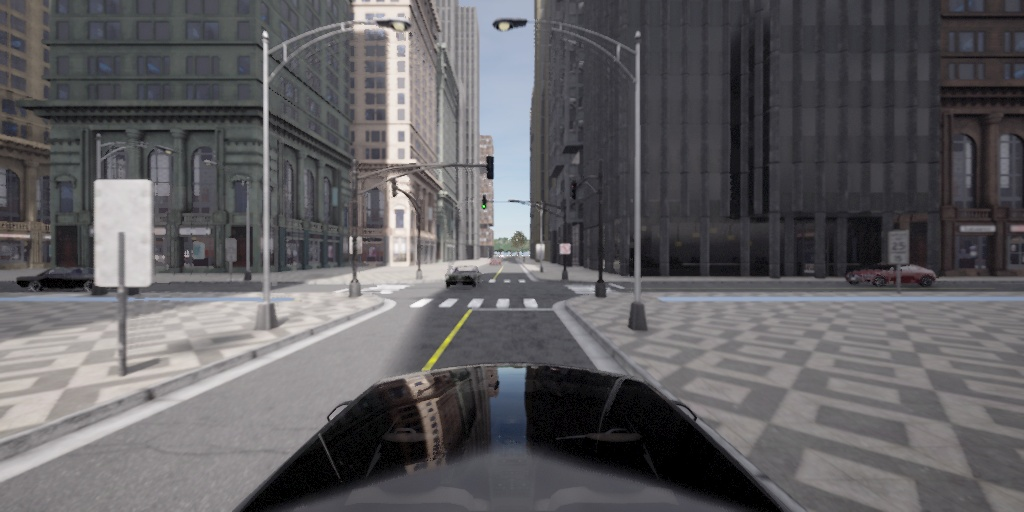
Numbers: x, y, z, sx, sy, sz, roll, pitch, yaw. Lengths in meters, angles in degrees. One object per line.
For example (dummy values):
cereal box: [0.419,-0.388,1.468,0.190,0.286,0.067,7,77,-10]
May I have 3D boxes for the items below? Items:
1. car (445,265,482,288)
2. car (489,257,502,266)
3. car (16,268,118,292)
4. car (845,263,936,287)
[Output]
car: [-3.003,1.276,22.786,1.895,1.301,4.718,0,0,0]
car: [-3.004,0.905,65.347,2.097,1.767,4.553,0,0,0]
car: [-23.577,1.286,19.609,4.718,1.301,1.895,0,0,0]
car: [23.997,1.173,22.772,4.674,1.442,1.812,0,0,0]
